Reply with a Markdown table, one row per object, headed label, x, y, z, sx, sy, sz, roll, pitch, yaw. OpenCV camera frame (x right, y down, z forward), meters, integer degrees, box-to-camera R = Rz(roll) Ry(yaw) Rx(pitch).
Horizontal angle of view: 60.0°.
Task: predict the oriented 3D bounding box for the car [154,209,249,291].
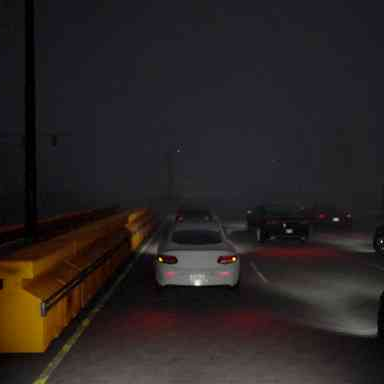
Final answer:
| label | x | y | z | sx | sy | sz | roll | pitch | yaw |
| --- | --- | --- | --- | --- | --- | --- | --- | --- | --- |
| car | 0.098 | 1.398 | 8.507 | 1.812 | 1.442 | 4.674 | 0 | 1 | 0 |

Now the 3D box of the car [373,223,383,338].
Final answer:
| label | x | y | z | sx | sy | sz | roll | pitch | yaw |
| --- | --- | --- | --- | --- | --- | --- | --- | --- | --- |
| car | 3.598 | 1.310 | 2.700 | 2.097 | 1.767 | 4.553 | 0 | 1 | 0 |

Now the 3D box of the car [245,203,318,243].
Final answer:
| label | x | y | z | sx | sy | sz | roll | pitch | yaw |
| --- | --- | --- | --- | --- | --- | --- | --- | --- | --- |
| car | 3.596 | 1.257 | 14.768 | 1.882 | 1.535 | 5.008 | 0 | 1 | 0 |

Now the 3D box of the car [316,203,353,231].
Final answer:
| label | x | y | z | sx | sy | sz | roll | pitch | yaw |
| --- | --- | --- | --- | --- | --- | --- | --- | --- | --- |
| car | 7.095 | 1.290 | 18.383 | 1.994 | 1.385 | 4.181 | 0 | 1 | 0 |

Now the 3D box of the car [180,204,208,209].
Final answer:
| label | x | y | z | sx | sy | sz | roll | pitch | yaw |
| --- | --- | --- | --- | --- | --- | --- | --- | --- | --- |
| car | 0.095 | 1.325 | 18.498 | 1.895 | 1.301 | 4.718 | 0 | 1 | 0 |
